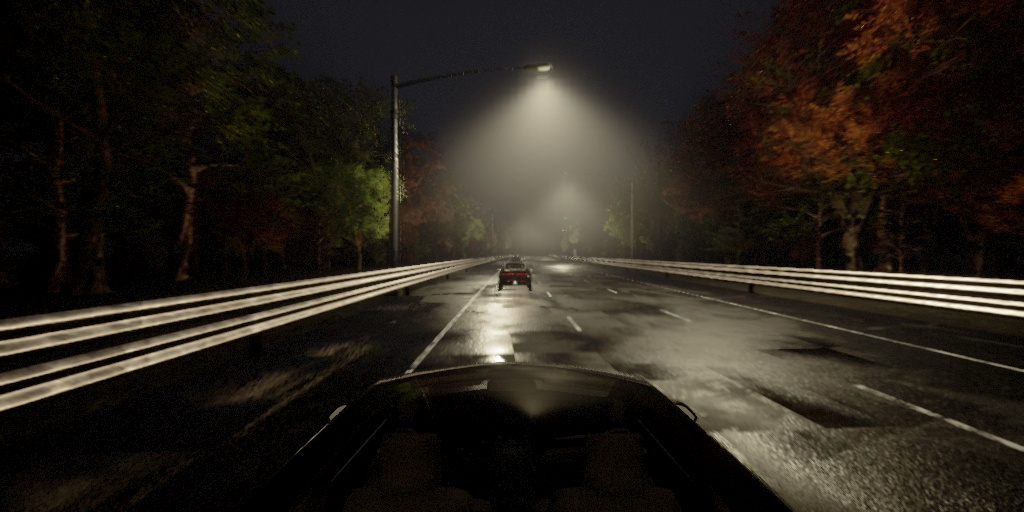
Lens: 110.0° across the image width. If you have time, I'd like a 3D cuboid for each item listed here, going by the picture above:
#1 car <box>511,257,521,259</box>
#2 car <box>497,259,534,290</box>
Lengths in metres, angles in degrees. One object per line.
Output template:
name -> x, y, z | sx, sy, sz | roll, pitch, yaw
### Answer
car -> 0.633, 0.843, 52.438 | 1.837, 1.490, 4.892 | 0, 1, 2
car -> 0.184, 1.099, 20.908 | 1.837, 1.490, 4.892 | 0, 0, 1
